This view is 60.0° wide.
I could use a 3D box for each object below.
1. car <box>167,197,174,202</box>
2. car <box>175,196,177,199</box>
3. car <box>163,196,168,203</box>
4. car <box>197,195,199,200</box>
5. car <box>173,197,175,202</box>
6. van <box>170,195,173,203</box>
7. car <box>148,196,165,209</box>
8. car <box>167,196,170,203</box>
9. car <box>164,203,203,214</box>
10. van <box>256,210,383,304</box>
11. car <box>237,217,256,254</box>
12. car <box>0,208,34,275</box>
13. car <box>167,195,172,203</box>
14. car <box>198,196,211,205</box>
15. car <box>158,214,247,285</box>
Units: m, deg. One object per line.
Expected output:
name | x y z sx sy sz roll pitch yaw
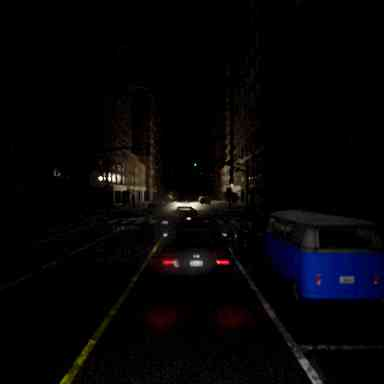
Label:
car | -5.751 2.003 89.589 1.752 1.417 4.829 0 0 0
car | -5.747 1.760 84.310 2.192 1.841 5.009 0 0 0
car | -5.721 1.840 57.055 2.008 1.369 4.403 0 0 0
car | 2.784 1.963 78.897 2.008 1.369 4.403 0 0 0
car | -5.741 1.963 78.858 2.008 1.369 4.403 0 0 0
van | -5.737 1.721 73.408 1.690 1.788 3.998 0 0 0
car | -5.716 1.785 51.435 1.752 1.417 4.829 0 0 0
car | -5.726 1.863 62.506 1.887 1.381 4.507 0 0 0
car | -0.562 1.686 23.337 1.994 1.385 4.181 0 0 -10
van | 2.848 1.385 7.965 1.690 1.788 3.998 0 0 0
car | 2.843 1.640 13.624 1.947 1.339 4.313 0 0 0
car | -5.677 1.359 7.917 2.192 1.841 5.009 0 0 0
car | -5.731 1.894 67.957 1.887 1.381 4.507 0 0 0
car | 2.793 1.789 68.001 1.967 1.590 4.097 0 0 0
car | 0.092 1.601 9.697 2.033 1.411 5.357 0 0 0
